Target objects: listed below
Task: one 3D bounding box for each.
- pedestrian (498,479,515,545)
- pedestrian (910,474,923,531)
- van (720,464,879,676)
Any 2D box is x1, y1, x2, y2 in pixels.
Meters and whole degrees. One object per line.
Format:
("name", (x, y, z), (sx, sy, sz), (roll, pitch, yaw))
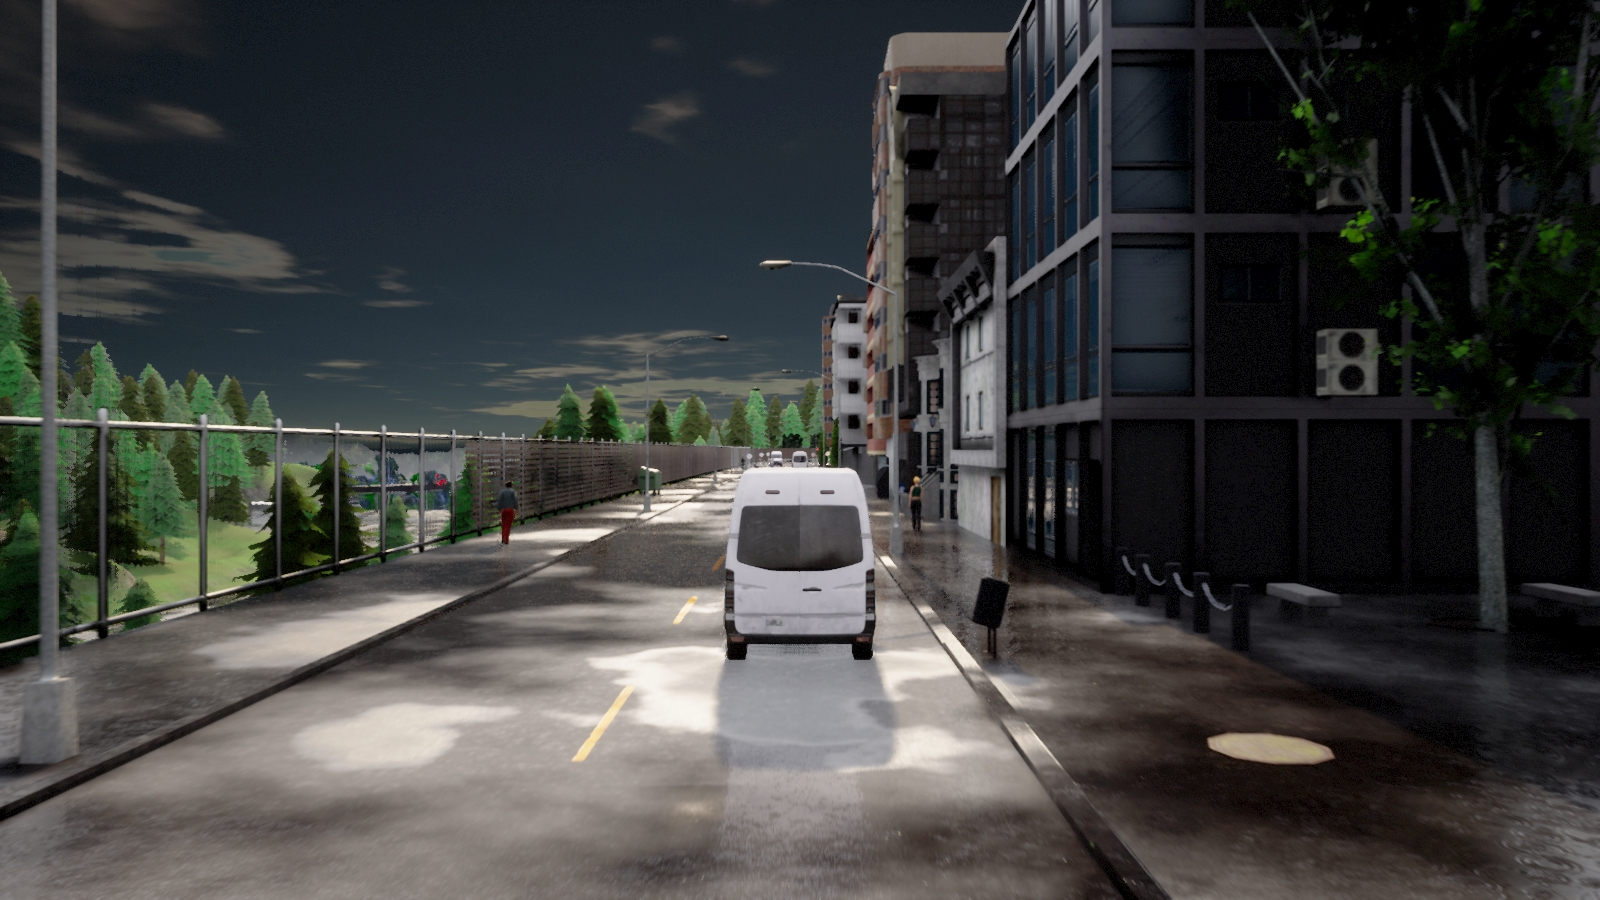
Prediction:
("pedestrian", (-8.290, 1.745, 32.248), (0.375, 1.860, 0.375), (0, 0, 1))
("pedestrian", (3.880, 1.744, 37.907), (0.375, 1.860, 0.375), (0, 0, -3))
("van", (-0.005, 1.534, 17.205), (1.988, 2.561, 5.915), (0, 0, 0))
